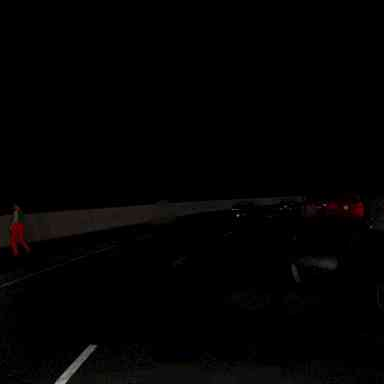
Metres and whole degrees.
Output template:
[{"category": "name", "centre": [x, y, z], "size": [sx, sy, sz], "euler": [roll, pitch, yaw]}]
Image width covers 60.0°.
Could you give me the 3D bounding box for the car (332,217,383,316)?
[{"category": "car", "centre": [4.560, 1.525, 7.146], "size": [1.812, 1.442, 4.674], "euler": [0, 0, 10]}]

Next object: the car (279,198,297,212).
[{"category": "car", "centre": [11.724, 1.478, 39.563], "size": [1.882, 1.535, 5.008], "euler": [0, 0, 29]}]

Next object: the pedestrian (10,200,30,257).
[{"category": "pedestrian", "centre": [-5.577, 1.143, 10.682], "size": [0.375, 1.860, 0.375], "euler": [0, 0, 12]}]

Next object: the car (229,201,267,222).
[{"category": "car", "centre": [4.501, 1.491, 26.396], "size": [2.128, 1.511, 4.902], "euler": [0, 0, 28]}]

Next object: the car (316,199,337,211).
[{"category": "car", "centre": [16.874, 1.564, 41.620], "size": [1.994, 1.385, 4.181], "euler": [0, 0, 29]}]

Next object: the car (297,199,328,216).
[{"category": "car", "centre": [12.065, 1.564, 32.902], "size": [1.994, 1.385, 4.181], "euler": [0, 0, 29]}]

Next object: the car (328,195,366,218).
[{"category": "car", "centre": [12.416, 1.221, 26.337], "size": [2.150, 2.045, 5.566], "euler": [0, 0, 29]}]
